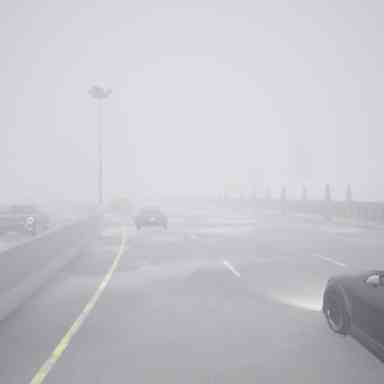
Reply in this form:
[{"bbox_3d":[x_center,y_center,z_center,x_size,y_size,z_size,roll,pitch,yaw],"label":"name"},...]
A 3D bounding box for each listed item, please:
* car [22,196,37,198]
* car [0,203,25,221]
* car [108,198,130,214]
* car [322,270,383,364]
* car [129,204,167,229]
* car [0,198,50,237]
[{"bbox_3d":[-27.574,1.635,56.672,2.150,2.045,5.566,0,0,-38],"label":"car"},{"bbox_3d":[-16.565,1.748,30.393,1.994,1.385,4.181,0,0,-21],"label":"car"},{"bbox_3d":[-8.461,1.512,38.696,2.097,1.767,4.553,0,0,-23],"label":"car"},{"bbox_3d":[3.293,1.557,4.096,1.994,1.385,4.181,0,0,-2],"label":"car"},{"bbox_3d":[-2.878,1.630,22.233,1.994,1.385,4.181,0,0,-14],"label":"car"},{"bbox_3d":[-9.390,1.442,18.530,2.097,1.767,4.553,0,0,-13],"label":"car"}]
